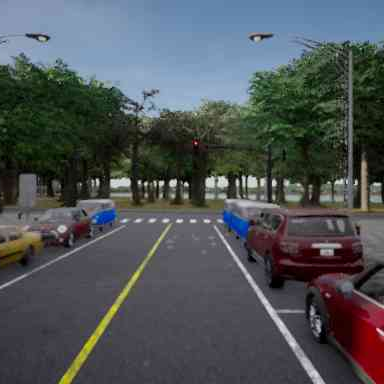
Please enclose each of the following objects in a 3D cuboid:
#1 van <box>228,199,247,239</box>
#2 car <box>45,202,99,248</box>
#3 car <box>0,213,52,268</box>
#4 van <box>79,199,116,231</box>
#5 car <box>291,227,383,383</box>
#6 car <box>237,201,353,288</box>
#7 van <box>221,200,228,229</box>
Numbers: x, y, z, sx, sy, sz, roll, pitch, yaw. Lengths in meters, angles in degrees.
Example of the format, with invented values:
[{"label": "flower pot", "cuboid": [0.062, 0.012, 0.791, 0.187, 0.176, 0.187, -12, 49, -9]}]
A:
[{"label": "van", "cuboid": [2.759, 1.348, 14.627, 1.690, 1.788, 3.998, 0, 0, 0]}, {"label": "car", "cuboid": [-5.766, 1.447, 14.625, 1.967, 1.590, 4.097, 0, 0, 0]}, {"label": "car", "cuboid": [-5.765, 1.529, 9.018, 1.752, 1.417, 4.829, 0, 0, 0]}, {"label": "van", "cuboid": [-5.767, 1.351, 20.063, 1.690, 1.788, 3.998, 0, 0, 0]}, {"label": "car", "cuboid": [2.761, 1.442, 3.751, 1.967, 1.590, 4.097, 0, 0, 0]}, {"label": "car", "cuboid": [2.760, 1.319, 9.189, 2.192, 1.841, 5.009, 0, 0, 0]}, {"label": "van", "cuboid": [2.758, 1.351, 20.064, 1.690, 1.788, 3.998, 0, 0, 0]}]
